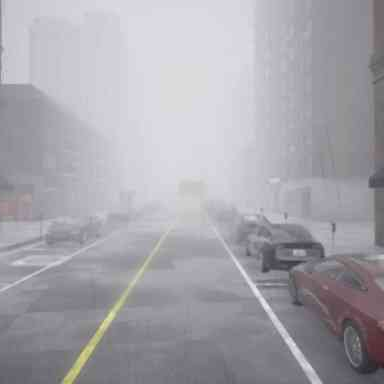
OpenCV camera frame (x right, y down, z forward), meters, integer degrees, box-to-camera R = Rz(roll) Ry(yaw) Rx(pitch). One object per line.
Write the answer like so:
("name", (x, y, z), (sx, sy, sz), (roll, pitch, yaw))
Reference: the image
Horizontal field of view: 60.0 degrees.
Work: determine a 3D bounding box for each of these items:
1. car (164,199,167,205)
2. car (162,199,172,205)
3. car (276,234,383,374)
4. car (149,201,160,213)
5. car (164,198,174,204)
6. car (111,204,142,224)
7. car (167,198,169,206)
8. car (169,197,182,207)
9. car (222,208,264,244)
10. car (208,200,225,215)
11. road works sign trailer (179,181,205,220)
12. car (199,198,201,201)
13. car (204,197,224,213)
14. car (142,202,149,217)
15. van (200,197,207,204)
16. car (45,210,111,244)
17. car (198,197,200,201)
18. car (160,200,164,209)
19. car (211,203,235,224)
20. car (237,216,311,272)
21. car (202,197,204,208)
("car", (-5.686, 2.101, 55.108), (1.947, 1.339, 4.313), (0, -1, 0))
("car", (-5.693, 2.313, 77.207), (1.947, 1.339, 4.313), (0, -1, 0))
("car", (2.856, 1.637, 5.412), (1.802, 1.307, 4.206), (0, -1, 0))
("car", (-5.682, 1.973, 44.058), (1.887, 1.381, 4.507), (0, -1, 0))
("car", (-5.695, 2.240, 82.733), (1.967, 1.590, 4.097), (0, -1, 0))
("car", (-5.677, 1.814, 27.484), (1.887, 1.381, 4.507), (0, -1, 0))
("car", (-5.692, 2.276, 71.682), (1.802, 1.307, 4.206), (0, -1, 0))
("car", (-3.031, 2.162, 65.702), (1.812, 1.442, 4.674), (0, 0, 0))
("car", (2.853, 1.714, 16.460), (2.008, 1.369, 4.403), (0, -1, 0))
("car", (2.847, 1.851, 33.200), (1.752, 1.417, 4.829), (0, -1, 0))
("road works sign trailer", (-0.011, 0.772, 31.419), (2.380, 3.560, 2.880), (0, -1, 0))
("car", (2.838, 2.139, 60.646), (2.008, 1.369, 4.403), (0, -1, 0))
("car", (2.846, 1.692, 38.555), (2.192, 1.841, 5.009), (0, -1, 0))
("car", (-5.679, 1.905, 33.008), (1.802, 1.307, 4.206), (0, -1, 0))
("van", (2.831, 2.142, 82.742), (1.690, 1.788, 3.998), (0, -1, 0))
("car", (-5.673, 1.713, 16.434), (2.008, 1.369, 4.403), (0, -1, 0))
("car", (2.836, 2.192, 66.170), (2.008, 1.369, 4.403), (0, -1, 0))
("car", (-5.684, 2.048, 49.583), (1.947, 1.339, 4.313), (0, -1, 0))
("car", (2.849, 1.836, 27.506), (1.947, 1.339, 4.313), (0, -1, 0))
("car", (2.854, 1.675, 10.935), (1.947, 1.339, 4.313), (0, -1, 0))
("car", (2.842, 1.923, 49.601), (1.967, 1.590, 4.097), (0, -1, 0))
